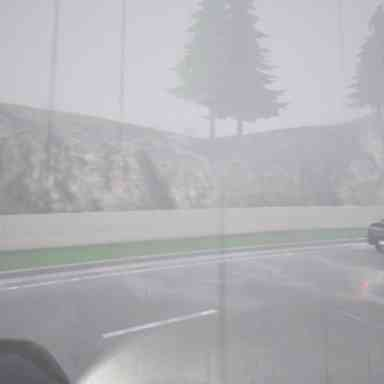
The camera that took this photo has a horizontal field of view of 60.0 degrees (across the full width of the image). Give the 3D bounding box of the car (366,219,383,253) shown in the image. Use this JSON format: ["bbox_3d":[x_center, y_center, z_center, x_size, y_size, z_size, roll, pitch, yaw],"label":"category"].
[{"bbox_3d":[8.404,1.428,11.517,4.902,1.511,2.128,0,0,-20],"label":"car"}]

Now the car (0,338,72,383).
[{"bbox_3d":[-2.645,1.536,1.586,4.181,1.385,1.994,0,0,-37],"label":"car"}]
